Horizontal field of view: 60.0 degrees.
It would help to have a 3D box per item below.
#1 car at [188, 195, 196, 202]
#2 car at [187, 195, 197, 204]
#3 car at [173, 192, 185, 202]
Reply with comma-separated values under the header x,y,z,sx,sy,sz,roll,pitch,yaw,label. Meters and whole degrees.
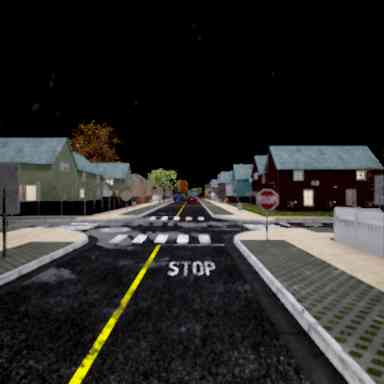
x,y,z,sx,sy,sz,roll,pitch,yaw,label
0.024,1.512,76.068,1.812,1.442,4.674,0,0,0,car
0.021,1.449,66.034,2.097,1.767,4.553,0,0,0,car
-2.727,0.960,70.211,2.150,2.045,5.566,0,0,0,car
